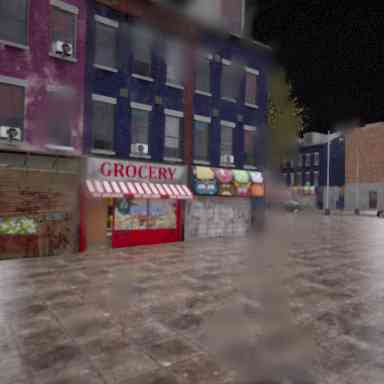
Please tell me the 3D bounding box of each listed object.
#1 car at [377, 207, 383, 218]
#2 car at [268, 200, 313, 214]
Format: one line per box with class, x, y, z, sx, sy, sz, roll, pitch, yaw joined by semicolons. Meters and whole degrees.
car;17.058;1.580;26.394;1.994;1.385;4.181;2;-2;-35
car;10.511;1.580;35.733;1.882;1.535;5.008;2;-2;-35
